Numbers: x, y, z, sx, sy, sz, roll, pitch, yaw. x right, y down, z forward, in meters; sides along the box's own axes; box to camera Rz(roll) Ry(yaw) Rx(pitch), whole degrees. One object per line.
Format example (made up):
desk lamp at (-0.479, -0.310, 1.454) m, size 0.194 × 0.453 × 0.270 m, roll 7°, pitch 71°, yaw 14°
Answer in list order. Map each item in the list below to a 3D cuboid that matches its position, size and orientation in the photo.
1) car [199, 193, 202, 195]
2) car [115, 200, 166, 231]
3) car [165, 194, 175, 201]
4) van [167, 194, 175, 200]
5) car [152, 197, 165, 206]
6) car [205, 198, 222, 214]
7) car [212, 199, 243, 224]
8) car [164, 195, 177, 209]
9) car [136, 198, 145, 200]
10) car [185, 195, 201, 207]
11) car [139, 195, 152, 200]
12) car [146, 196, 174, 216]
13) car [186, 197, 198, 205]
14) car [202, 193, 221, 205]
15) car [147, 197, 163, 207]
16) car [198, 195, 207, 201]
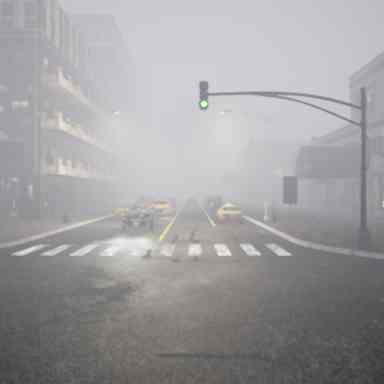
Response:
car at (2.680, 1.516, 79.849) m, size 1.752 × 1.417 × 4.829 m, roll 0°, pitch 0°, yaw 0°
car at (-3.099, 1.497, 20.846) m, size 2.128 × 1.511 × 4.902 m, roll 0°, pitch 0°, yaw 0°
car at (-5.702, 1.334, 85.217) m, size 2.192 × 1.841 × 5.009 m, roll 0°, pitch 0°, yaw 0°
van at (-5.702, 1.366, 90.758) m, size 1.690 × 1.788 × 3.998 m, roll 0°, pitch 0°, yaw 0°
car at (-5.698, 1.529, 57.350) m, size 1.752 × 1.417 × 4.829 m, roll 0°, pitch 0°, yaw 0°
car at (2.685, 1.562, 35.366) m, size 1.802 × 1.307 × 4.206 m, roll 0°, pitch 0°, yaw 0°
car at (2.687, 1.512, 24.457) m, size 1.752 × 1.417 × 4.829 m, roll 0°, pitch 0°, yaw 0°
car at (-3.074, 1.520, 46.554) m, size 1.812 × 1.442 × 4.674 m, roll 0°, pitch 0°, yaw 0°
car at (-5.695, 1.533, 29.654) m, size 1.752 × 1.417 × 4.829 m, roll 0°, pitch 0°, yaw 0°
car at (-0.009, 1.512, 51.089) m, size 1.812 × 1.442 × 4.674 m, roll 0°, pitch 0°, yaw 0°
car at (-5.695, 1.318, 40.903) m, size 2.192 × 1.841 × 5.009 m, roll 0°, pitch 0°, yaw 0°
car at (-3.094, 1.476, 32.975) m, size 1.882 × 1.535 × 5.008 m, roll 0°, pitch 0°, yaw 0°
car at (-0.010, 1.552, 61.095) m, size 1.994 × 1.385 × 4.181 m, roll 0°, pitch 0°, yaw 0°
car at (2.685, 1.294, 40.905) m, size 2.192 × 1.841 × 5.009 m, roll 0°, pitch 0°, yaw 0°
car at (-5.697, 1.553, 51.981) m, size 2.008 × 1.369 × 4.403 m, roll 0°, pitch 0°, yaw 0°
car at (2.679, 1.546, 85.218) m, size 2.008 × 1.369 × 4.403 m, roll 0°, pitch 0°, yaw 0°
